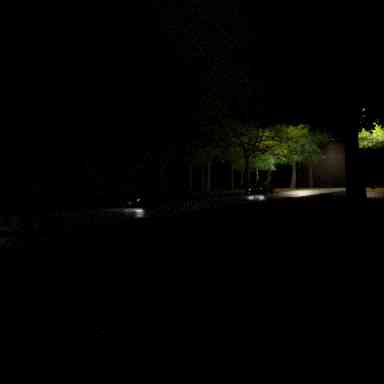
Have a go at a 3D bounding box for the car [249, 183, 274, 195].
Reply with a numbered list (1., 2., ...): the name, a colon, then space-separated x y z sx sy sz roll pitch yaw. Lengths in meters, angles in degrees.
1. car: 9.929 -0.449 47.625 2.097 1.767 4.553 -1 2 38

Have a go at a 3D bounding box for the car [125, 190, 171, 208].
1. car: -3.814 0.586 29.802 1.812 1.442 4.674 -1 2 38
